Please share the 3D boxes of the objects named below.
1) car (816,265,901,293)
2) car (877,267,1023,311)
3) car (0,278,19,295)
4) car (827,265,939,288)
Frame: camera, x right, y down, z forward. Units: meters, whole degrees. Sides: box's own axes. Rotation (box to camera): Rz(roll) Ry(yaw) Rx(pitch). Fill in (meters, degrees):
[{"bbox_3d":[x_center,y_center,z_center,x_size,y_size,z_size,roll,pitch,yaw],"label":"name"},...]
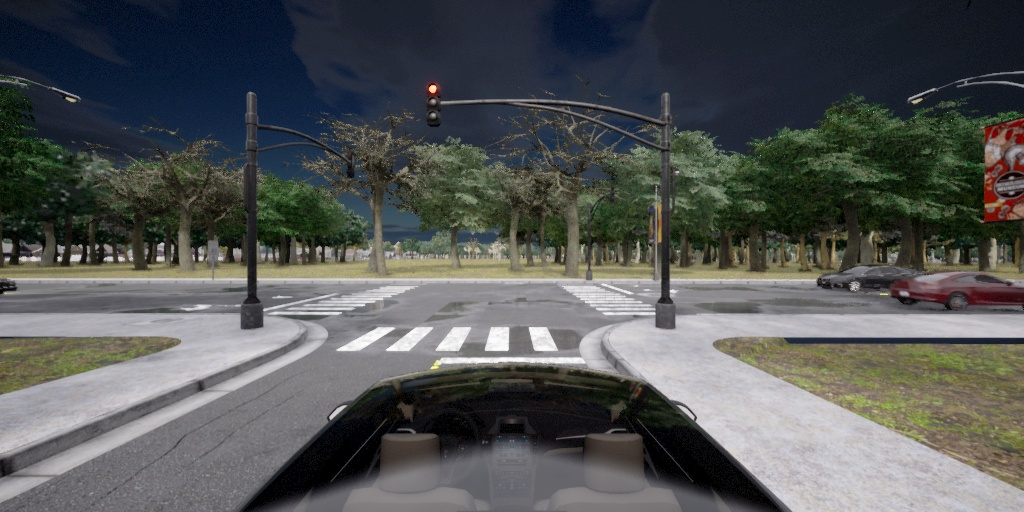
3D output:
[{"bbox_3d":[20.341,1.279,20.595,4.892,1.490,1.837,0,0,0],"label":"car"},{"bbox_3d":[17.560,1.305,13.937,4.674,1.442,1.812,0,0,1],"label":"car"},{"bbox_3d":[-27.284,1.270,17.100,5.357,1.411,2.033,0,0,0],"label":"car"},{"bbox_3d":[24.515,1.324,23.849,5.357,1.411,2.033,0,0,0],"label":"car"}]
